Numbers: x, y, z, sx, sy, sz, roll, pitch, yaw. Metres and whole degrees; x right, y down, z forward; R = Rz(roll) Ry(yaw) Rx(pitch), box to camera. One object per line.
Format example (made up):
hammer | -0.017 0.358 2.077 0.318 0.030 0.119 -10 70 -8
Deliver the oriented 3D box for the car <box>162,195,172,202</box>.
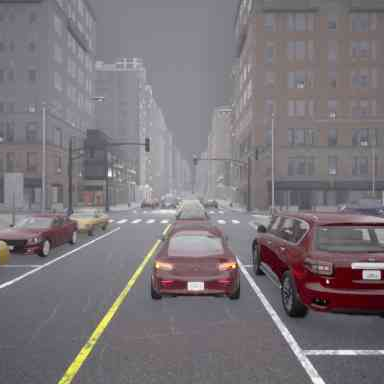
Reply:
car | -5.927 1.466 79.643 1.967 1.590 4.097 1 0 0

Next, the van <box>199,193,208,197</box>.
van | 2.616 1.358 62.626 1.690 1.788 3.998 1 0 0

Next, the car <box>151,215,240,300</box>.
car | 0.077 1.528 8.290 1.812 1.442 4.674 0 0 0

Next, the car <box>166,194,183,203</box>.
car | -3.142 1.561 56.242 2.033 1.411 5.357 0 0 0

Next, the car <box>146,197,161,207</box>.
car | -5.900 1.557 51.279 1.887 1.381 4.507 1 0 0

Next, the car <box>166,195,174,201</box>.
car | -5.940 1.615 90.988 1.802 1.307 4.206 1 0 0

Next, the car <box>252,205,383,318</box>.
car | 2.671 1.317 7.337 2.192 1.841 5.009 1 0 0

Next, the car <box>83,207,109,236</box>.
car | -5.868 1.529 18.416 1.752 1.417 4.829 1 0 0

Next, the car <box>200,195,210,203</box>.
car | 2.625 1.594 51.278 1.802 1.307 4.206 1 0 0

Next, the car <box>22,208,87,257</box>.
car | -5.862 1.547 12.962 1.887 1.381 4.507 1 0 0

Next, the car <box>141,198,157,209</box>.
car | -5.895 1.555 45.606 1.887 1.381 4.507 1 0 0

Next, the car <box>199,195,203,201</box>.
car | 2.620 1.596 56.952 1.802 1.307 4.206 1 0 0

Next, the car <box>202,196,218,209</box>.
car | 2.631 1.592 45.605 1.802 1.307 4.206 1 0 0

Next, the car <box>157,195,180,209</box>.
car | -3.129 1.502 45.517 2.128 1.511 4.902 0 0 1

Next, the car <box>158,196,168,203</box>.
car | -5.917 1.601 68.297 1.802 1.307 4.206 1 0 0

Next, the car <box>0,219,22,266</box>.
car | -5.856 1.527 7.167 1.752 1.417 4.829 1 0 0

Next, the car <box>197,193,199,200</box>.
car | 2.611 1.334 68.299 2.192 1.841 5.009 1 0 0

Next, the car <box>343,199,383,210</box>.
car | 16.485 1.527 32.808 4.553 1.767 2.097 0 -1 0

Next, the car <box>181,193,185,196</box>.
car | -3.068 1.560 70.302 2.033 1.411 5.357 0 0 0

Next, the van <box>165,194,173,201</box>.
van | -5.932 1.370 85.316 1.690 1.788 3.998 1 0 0

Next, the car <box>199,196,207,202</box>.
car | 2.597 1.608 79.645 1.802 1.307 4.206 1 0 0

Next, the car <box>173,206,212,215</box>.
car | 0.046 1.605 17.468 1.895 1.301 4.718 0 0 0
